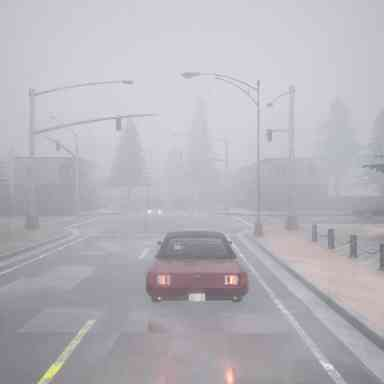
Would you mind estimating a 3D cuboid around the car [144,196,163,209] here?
[{"bbox_3d":[-4.818,1.530,43.404,1.994,1.385,4.181,0,0,-6],"label":"car"}]

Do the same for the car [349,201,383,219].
[{"bbox_3d":[15.775,1.476,27.844,4.902,1.511,2.128,0,0,2],"label":"car"}]

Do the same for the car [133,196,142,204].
[{"bbox_3d":[-9.568,1.443,61.890,1.882,1.535,5.008,0,0,-23],"label":"car"}]

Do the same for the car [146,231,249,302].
[{"bbox_3d":[0.075,1.601,8.187,1.895,1.301,4.718,0,0,-1],"label":"car"}]

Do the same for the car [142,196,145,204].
[{"bbox_3d":[-6.319,1.470,52.153,1.837,1.490,4.892,0,0,-15],"label":"car"}]

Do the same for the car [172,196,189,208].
[{"bbox_3d":[-1.680,1.317,48.195,2.097,1.767,4.553,0,0,-9],"label":"car"}]
